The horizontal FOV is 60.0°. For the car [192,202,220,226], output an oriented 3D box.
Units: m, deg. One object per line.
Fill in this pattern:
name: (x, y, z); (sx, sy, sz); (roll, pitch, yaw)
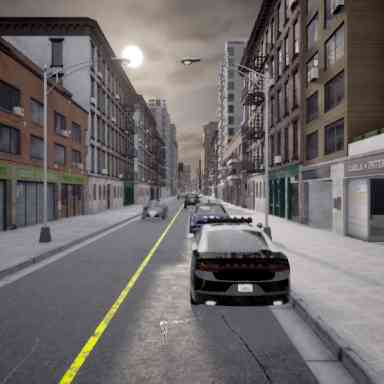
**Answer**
car: (0.918, 1.517, 24.111); (1.812, 1.442, 4.674); (0, 0, 0)

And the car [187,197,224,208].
car: (0.912, 1.346, 18.081); (2.097, 1.767, 4.553); (0, 0, 0)

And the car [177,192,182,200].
car: (-2.934, 1.084, 90.574); (2.150, 2.045, 5.566); (0, 0, 0)

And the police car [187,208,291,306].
police car: (0.906, 1.423, 8.221); (1.930, 1.638, 5.238); (0, 0, 0)

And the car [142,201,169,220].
car: (-2.981, 1.481, 27.591); (2.128, 1.511, 4.902); (0, 0, 0)

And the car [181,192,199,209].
car: (0.036, 1.190, 45.202); (2.150, 2.045, 5.566); (0, 0, 0)
